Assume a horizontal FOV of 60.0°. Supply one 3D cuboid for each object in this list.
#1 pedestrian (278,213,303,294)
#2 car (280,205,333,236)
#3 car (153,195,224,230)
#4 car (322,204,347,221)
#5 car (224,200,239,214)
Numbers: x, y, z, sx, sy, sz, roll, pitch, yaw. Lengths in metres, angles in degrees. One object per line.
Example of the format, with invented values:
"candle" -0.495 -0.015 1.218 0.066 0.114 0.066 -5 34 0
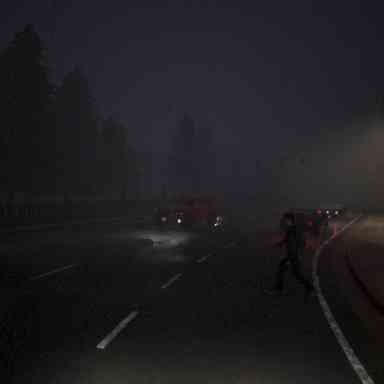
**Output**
"pedestrian" 2.066 1.293 6.996 0.375 1.860 0.375 0 0 14
"car" 6.466 1.598 18.755 1.895 1.301 4.718 0 0 30
"car" -0.232 1.218 21.628 2.150 2.045 5.566 0 0 30
"car" 11.506 1.597 27.269 1.895 1.301 4.718 0 0 31
"car" 3.058 1.543 33.853 2.033 1.411 5.357 0 0 32
